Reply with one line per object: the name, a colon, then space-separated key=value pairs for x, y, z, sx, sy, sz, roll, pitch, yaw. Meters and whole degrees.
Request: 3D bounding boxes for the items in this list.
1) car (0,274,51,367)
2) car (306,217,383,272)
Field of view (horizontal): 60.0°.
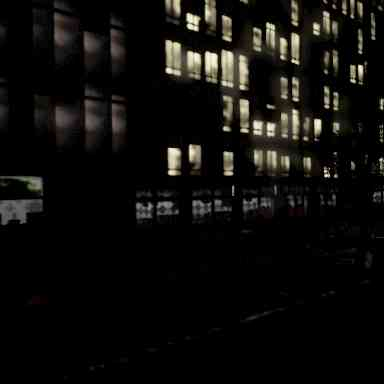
car: x=-3.894 y=1.590 z=3.792 sx=4.206 sy=1.307 sz=1.802 roll=0 pitch=0 yaw=-35
car: x=5.360 y=1.481 z=10.391 sx=4.403 sy=1.369 sz=2.008 roll=0 pitch=0 yaw=-35
